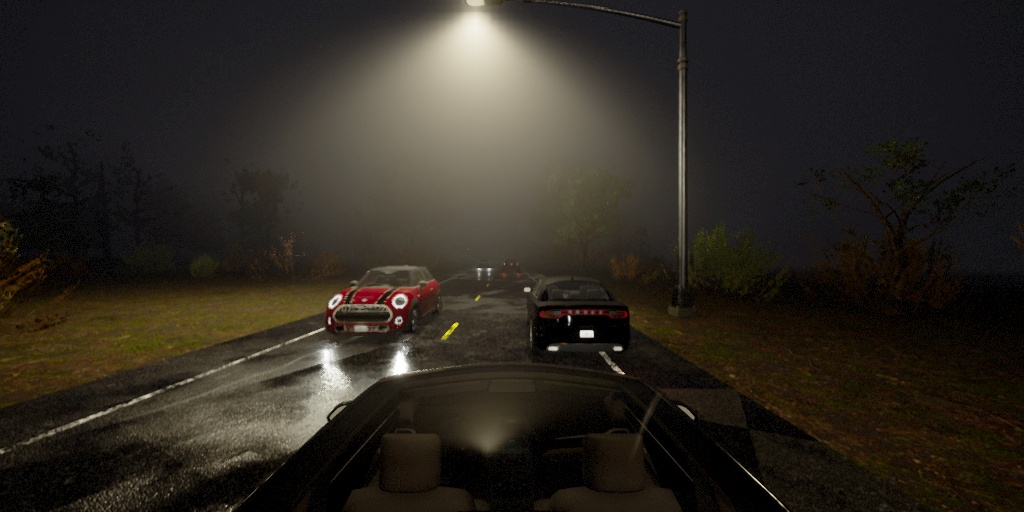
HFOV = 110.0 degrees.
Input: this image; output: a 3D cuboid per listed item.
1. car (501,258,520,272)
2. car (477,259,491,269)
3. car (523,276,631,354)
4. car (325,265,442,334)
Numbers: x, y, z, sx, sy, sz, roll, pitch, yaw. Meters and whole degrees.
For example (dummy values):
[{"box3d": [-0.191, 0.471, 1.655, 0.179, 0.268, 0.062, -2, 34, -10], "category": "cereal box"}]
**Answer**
[{"box3d": [-0.173, 1.024, 43.951, 2.097, 1.767, 4.553, 0, 0, -2], "category": "car"}, {"box3d": [-4.210, 1.151, 54.390, 1.837, 1.490, 4.892, 0, 0, -2], "category": "car"}, {"box3d": [1.340, 1.219, 8.793, 1.882, 1.535, 5.008, 0, 0, 1], "category": "car"}, {"box3d": [-3.489, 1.090, 10.564, 2.097, 1.767, 4.553, 0, 0, 0], "category": "car"}]
